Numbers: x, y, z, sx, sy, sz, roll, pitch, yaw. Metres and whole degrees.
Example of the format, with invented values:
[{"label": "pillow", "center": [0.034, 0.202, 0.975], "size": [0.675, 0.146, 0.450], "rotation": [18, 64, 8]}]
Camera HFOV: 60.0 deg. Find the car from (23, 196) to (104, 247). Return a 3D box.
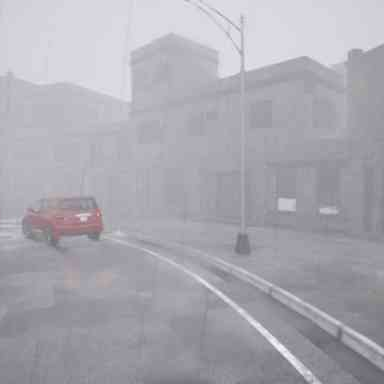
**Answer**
[{"label": "car", "center": [-6.162, 1.215, 15.577], "size": [2.150, 2.045, 5.566], "rotation": [-3, 1, -41]}]
